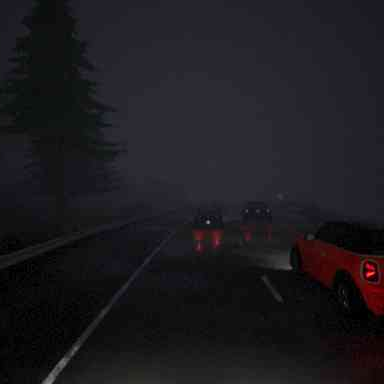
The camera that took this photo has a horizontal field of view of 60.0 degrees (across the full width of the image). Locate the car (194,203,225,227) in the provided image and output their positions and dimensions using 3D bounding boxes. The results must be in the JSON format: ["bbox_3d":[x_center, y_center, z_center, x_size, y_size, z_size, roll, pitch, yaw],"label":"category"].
[{"bbox_3d":[1.263,1.706,23.996,1.895,1.301,4.718,0,0,5],"label":"car"}]

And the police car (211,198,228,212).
[{"bbox_3d":[3.346,1.606,41.161,1.930,1.638,5.238,0,0,8],"label":"police car"}]

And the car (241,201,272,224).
[{"bbox_3d":[5.029,1.472,26.511,2.097,1.767,4.553,0,0,5],"label":"car"}]

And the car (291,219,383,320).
[{"bbox_3d":[3.784,1.389,7.532,2.097,1.767,4.553,0,0,1],"label":"car"}]
